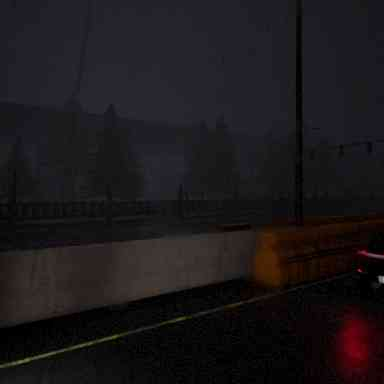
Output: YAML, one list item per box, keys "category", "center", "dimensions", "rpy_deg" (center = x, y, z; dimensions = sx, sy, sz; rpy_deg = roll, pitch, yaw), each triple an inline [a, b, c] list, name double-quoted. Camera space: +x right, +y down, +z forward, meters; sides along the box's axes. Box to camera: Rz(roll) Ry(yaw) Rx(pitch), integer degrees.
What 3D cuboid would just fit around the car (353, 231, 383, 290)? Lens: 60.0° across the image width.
- category: "car"
  center: [5.736, 1.492, 7.843]
  dimensions: [4.902, 1.511, 2.128]
  rpy_deg: [0, 0, -36]
